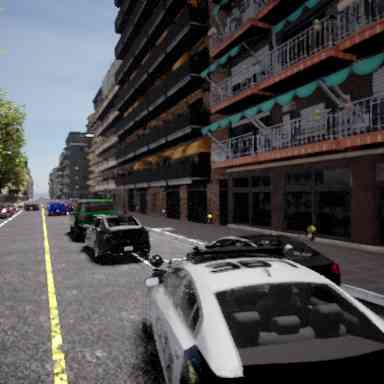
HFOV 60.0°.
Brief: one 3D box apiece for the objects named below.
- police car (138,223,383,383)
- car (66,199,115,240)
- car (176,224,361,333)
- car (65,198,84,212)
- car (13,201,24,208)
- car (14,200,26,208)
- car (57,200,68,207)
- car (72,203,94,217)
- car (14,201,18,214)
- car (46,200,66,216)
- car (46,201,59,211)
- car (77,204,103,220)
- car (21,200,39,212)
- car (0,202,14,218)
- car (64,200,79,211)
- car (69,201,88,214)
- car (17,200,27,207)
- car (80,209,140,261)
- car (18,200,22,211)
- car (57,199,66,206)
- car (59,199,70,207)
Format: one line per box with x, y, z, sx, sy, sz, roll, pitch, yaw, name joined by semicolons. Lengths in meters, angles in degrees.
0.513;1.452;4.096;1.930;1.638;5.238;0;0;-13;police car
-5.580;1.429;18.609;2.150;2.045;5.566;0;-1;-24;car
1.342;1.614;7.703;1.947;1.339;4.313;0;0;-24;car
-17.287;1.898;48.709;2.192;1.841;5.009;-1;0;-24;car
-34.157;2.431;65.590;1.752;1.417;4.829;-1;0;-24;car
-36.555;2.531;70.870;2.008;1.369;4.403;-1;-1;-24;car
-28.926;2.501;74.337;1.947;1.339;4.313;-1;-1;-24;car
-12.628;1.990;38.457;1.887;1.381;4.507;-1;0;-24;car
-22.587;1.998;40.115;1.967;1.590;4.097;-1;0;-24;car
-16.141;1.969;39.802;1.882;1.535;5.008;0;0;-24;car
-22.477;2.204;53.638;1.812;1.442;4.674;0;-1;-24;car
-10.299;1.921;33.331;1.887;1.381;4.507;-1;0;-24;car
-24.606;2.240;51.070;1.994;1.385;4.181;0;-1;-24;car
-20.259;1.930;34.991;1.967;1.590;4.097;-1;0;-24;car
-19.614;2.092;53.835;1.967;1.590;4.097;-1;0;-24;car
-14.957;1.954;43.583;1.967;1.590;4.097;-1;0;-24;car
-38.814;2.577;75.842;1.752;1.417;4.829;-1;-1;-24;car
-3.083;1.640;13.116;1.837;1.490;4.892;0;-1;-24;car
-27.242;2.247;50.367;2.008;1.369;4.403;-1;0;-24;car
-31.326;2.536;79.619;1.752;1.417;4.829;-1;-1;-24;car
-26.599;2.303;69.212;1.967;1.590;4.097;-1;-1;-24;car
